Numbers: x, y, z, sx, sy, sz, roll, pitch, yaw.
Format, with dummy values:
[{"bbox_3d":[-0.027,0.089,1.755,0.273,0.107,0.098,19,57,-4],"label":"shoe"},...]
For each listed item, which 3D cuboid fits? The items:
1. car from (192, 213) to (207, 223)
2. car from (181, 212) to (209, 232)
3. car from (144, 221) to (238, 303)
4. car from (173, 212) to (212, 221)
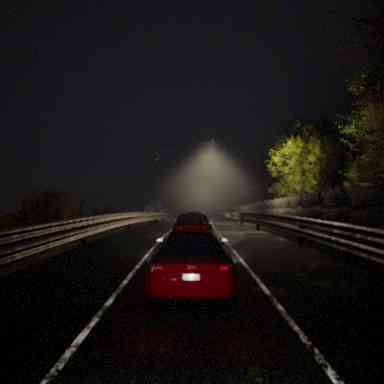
[{"bbox_3d":[1.093,3.590,46.834,1.895,1.301,4.718,0,-4,4],"label":"car"},{"bbox_3d":[0.259,2.307,26.590,2.033,1.411,5.357,0,-3,1],"label":"car"},{"bbox_3d":[0.007,1.664,8.480,1.994,1.385,4.181,0,-1,1],"label":"car"},{"bbox_3d":[0.033,1.814,17.022,1.882,1.535,5.008,0,-2,0],"label":"car"}]
